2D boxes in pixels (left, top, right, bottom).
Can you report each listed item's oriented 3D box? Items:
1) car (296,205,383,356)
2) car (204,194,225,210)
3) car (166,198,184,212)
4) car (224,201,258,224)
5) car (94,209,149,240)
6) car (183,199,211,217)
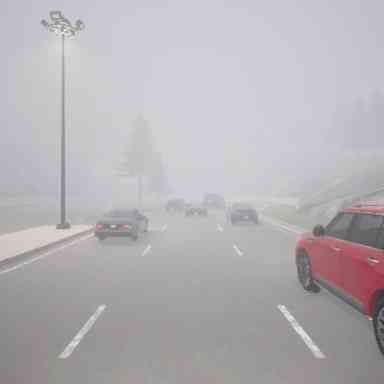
[{"bbox_3d":[3.600,1.221,5.785,2.150,2.045,5.566,0,0,0],"label":"car"},{"bbox_3d":[2.906,1.222,42.739,2.150,2.045,5.566,0,0,16],"label":"car"},{"bbox_3d":[-1.661,1.504,38.926,1.837,1.490,4.892,0,0,13],"label":"car"},{"bbox_3d":[3.653,1.526,24.407,1.812,1.442,4.674,0,0,1],"label":"car"},{"bbox_3d":[-3.399,1.547,16.855,2.033,1.411,5.357,0,0,0],"label":"car"},{"bbox_3d":[0.514,1.601,31.553,1.895,1.301,4.718,0,0,4],"label":"car"}]
